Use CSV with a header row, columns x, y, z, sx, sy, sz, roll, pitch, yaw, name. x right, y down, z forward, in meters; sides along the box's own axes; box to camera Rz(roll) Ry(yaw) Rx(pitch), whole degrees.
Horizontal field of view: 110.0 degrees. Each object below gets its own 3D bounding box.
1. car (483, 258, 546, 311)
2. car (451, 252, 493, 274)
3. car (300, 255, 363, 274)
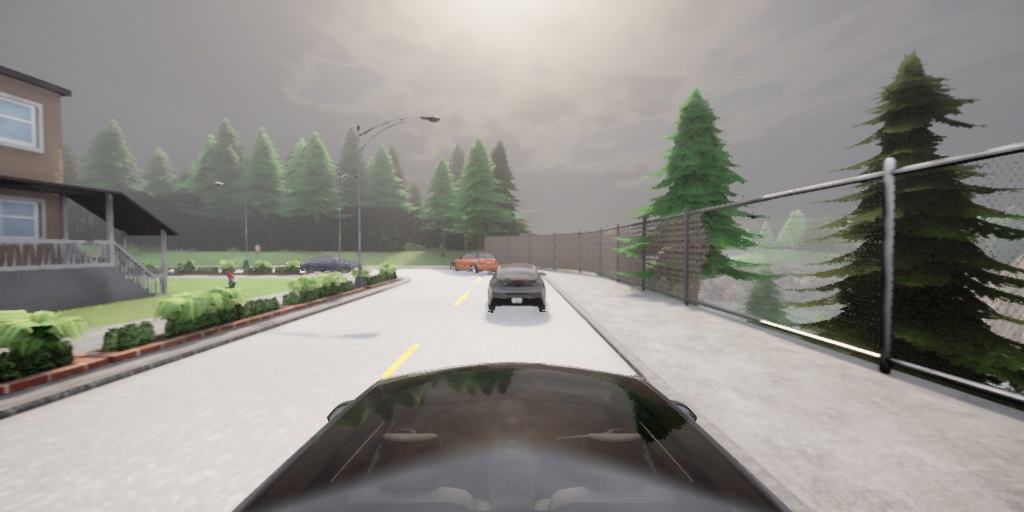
x,y,z,sx,sy,sz,roll,pitch,yaw,name
0.158,1.000,12.858,1.837,1.490,4.892,0,1,0,car
-3.182,0.470,29.428,2.097,1.767,4.553,-2,2,-38,car
-14.318,0.659,28.571,4.674,1.442,1.812,0,1,2,car
